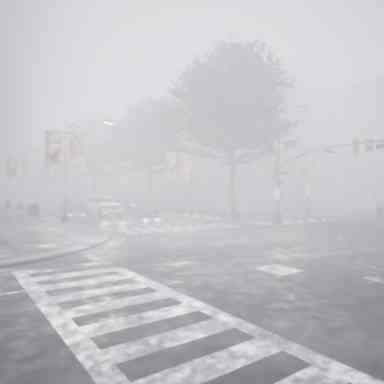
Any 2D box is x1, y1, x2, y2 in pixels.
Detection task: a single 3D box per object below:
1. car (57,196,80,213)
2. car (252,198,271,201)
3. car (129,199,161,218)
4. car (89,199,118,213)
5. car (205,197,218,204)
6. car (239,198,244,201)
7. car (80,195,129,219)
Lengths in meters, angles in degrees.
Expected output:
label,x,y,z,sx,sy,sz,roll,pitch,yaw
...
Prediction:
label,x,y,z,sx,sy,sz,roll,pitch,yaw
car,-14.229,1.490,39.765,2.097,1.767,4.553,1,0,-35
car,14.182,1.919,66.220,2.002,1.452,4.674,1,0,-36
car,-5.157,1.727,33.083,2.033,1.411,5.357,1,0,-36
car,-10.993,1.685,41.249,1.837,1.490,4.892,1,0,-35
car,3.707,1.962,73.705,2.161,1.482,4.786,1,0,-36
car,13.358,2.151,80.152,1.895,1.301,4.718,1,0,-36
car,-8.382,1.359,31.585,2.150,2.045,5.566,1,0,-36
